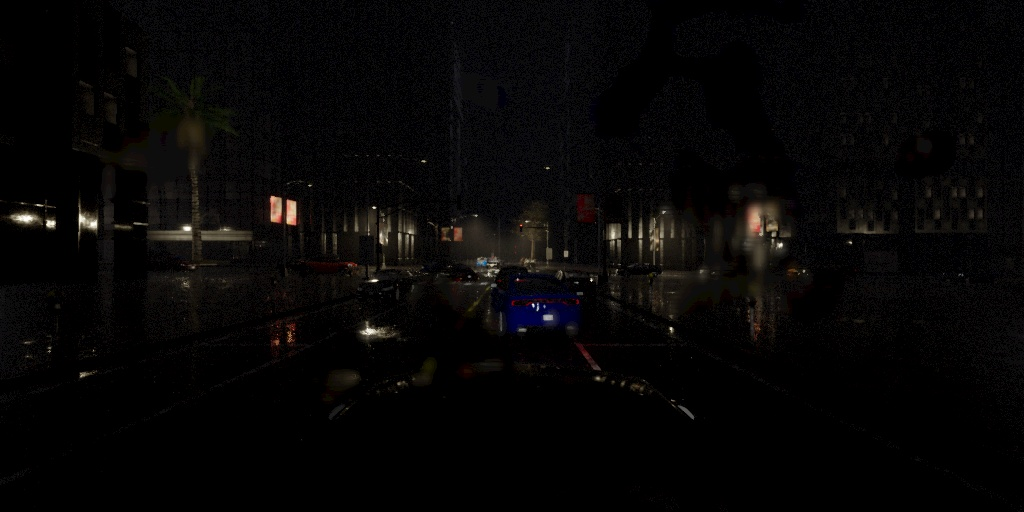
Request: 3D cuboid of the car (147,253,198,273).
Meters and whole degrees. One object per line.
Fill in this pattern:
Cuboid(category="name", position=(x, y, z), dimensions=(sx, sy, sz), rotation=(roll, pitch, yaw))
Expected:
Cuboid(category="car", position=(-31.142, 0.749, 32.407), dimensions=(4.674, 1.442, 1.812), rotation=(1, 0, 0))

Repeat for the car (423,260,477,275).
Cuboid(category="car", position=(-6.787, 1.229, 36.983), dimensions=(5.357, 1.411, 2.033), rotation=(1, 1, -22))

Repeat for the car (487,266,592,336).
Cuboid(category="car", position=(0.472, 1.228, 10.488), dimensions=(1.882, 1.535, 5.008), rotation=(0, 0, -8))

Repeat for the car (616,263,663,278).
Cuboid(category="car", position=(13.768, 1.532, 38.913), dimensions=(4.902, 1.511, 2.128), rotation=(1, 0, -1))

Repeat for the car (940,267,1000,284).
Cuboid(category="car", position=(49.342, 2.068, 38.695), dimensions=(4.553, 1.767, 2.097), rotation=(1, 0, 0))

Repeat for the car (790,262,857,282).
Cuboid(category="car", position=(33.916, 1.642, 38.842), dimensions=(5.566, 2.045, 2.150), rotation=(1, 0, 0))

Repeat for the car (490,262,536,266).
Cuboid(category="car", position=(0.077, 1.257, 18.019), dimensions=(1.837, 1.490, 4.892), rotation=(0, 0, 0))

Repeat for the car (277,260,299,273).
Cuboid(category="car", position=(-20.440, 1.018, 35.611), dimensions=(4.718, 1.301, 1.895), rotation=(1, 0, 0))

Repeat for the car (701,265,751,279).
Cuboid(category="car", position=(23.187, 1.708, 38.892), dimensions=(4.902, 1.511, 2.128), rotation=(1, 0, 0))

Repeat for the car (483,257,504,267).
Cuboid(category="car", position=(-2.874, 1.259, 56.181), dimensions=(2.128, 1.511, 4.902), rotation=(0, 0, 2))

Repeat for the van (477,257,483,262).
Cuboid(category="van", position=(-5.484, 1.112, 64.585), dimensions=(1.690, 1.789, 3.998), rotation=(0, 0, 1))

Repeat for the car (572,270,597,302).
Cuboid(category="car", position=(2.772, 1.303, 16.810), dimensions=(2.007, 1.370, 4.403), rotation=(0, 0, 0))

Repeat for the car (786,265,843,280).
Cuboid(category="car", position=(35.436, 1.934, 42.083), dimensions=(5.008, 1.535, 1.882), rotation=(1, 0, 0))

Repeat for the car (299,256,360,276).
Cuboid(category="car", position=(-16.113, 0.839, 32.343), dimensions=(4.553, 1.767, 2.097), rotation=(1, 0, 0))

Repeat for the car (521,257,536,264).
Cuboid(category="car", position=(2.987, 1.319, 58.992), dimensions=(2.007, 1.370, 4.403), rotation=(0, 0, 1))

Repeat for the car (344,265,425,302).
Cuboid(category="car", position=(-5.753, 1.302, 16.818), dimensions=(2.007, 1.370, 4.403), rotation=(0, 0, 0))

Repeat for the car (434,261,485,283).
Cuboid(category="car", position=(-4.117, 1.322, 27.566), dimensions=(1.994, 1.385, 4.181), rotation=(0, 0, -33))

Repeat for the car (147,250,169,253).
Cuboid(category="car", position=(-35.588, 0.378, 35.673), dimensions=(5.566, 2.045, 2.150), rotation=(1, 0, 0))

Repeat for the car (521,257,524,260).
Cuboid(category="car", position=(3.042, 1.297, 64.675), dimensions=(1.751, 1.417, 4.829), rotation=(0, 0, 1))
